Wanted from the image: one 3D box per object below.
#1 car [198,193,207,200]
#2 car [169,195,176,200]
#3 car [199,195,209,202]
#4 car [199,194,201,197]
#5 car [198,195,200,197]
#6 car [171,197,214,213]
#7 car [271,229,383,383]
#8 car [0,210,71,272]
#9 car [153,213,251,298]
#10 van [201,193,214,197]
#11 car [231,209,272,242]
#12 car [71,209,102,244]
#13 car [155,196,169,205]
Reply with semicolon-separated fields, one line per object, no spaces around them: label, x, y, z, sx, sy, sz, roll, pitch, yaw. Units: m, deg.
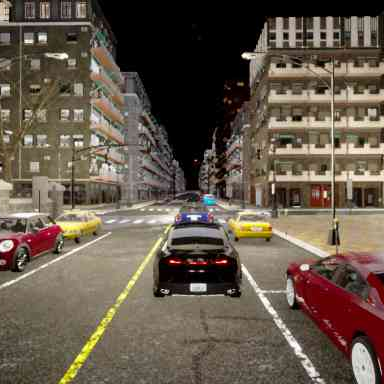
car;2.784;1.249;88.160;2.192;1.841;5.009;1;0;0
car;-5.599;1.516;88.225;1.802;1.307;4.206;1;0;0
car;2.771;1.503;76.818;2.008;1.369;4.403;1;0;0
car;2.755;1.519;59.806;1.887;1.381;4.507;1;0;0
car;2.760;1.534;65.477;1.947;1.339;4.313;1;0;0
car;0.137;1.354;18.791;2.097;1.767;4.553;0;0;1
car;2.704;1.546;4.908;1.887;1.381;4.507;1;0;0
car;-5.670;1.442;10.552;1.967;1.590;4.097;1;0;0
car;0.111;1.507;8.531;1.837;1.490;4.892;0;0;0
van;2.752;1.321;54.134;1.690;1.788;3.998;1;0;0
car;2.715;1.527;16.311;1.752;1.417;4.829;1;0;0
car;-5.666;1.527;15.996;1.752;1.417;4.829;1;0;0
car;-5.626;1.556;59.870;1.802;1.307;4.206;1;0;0
